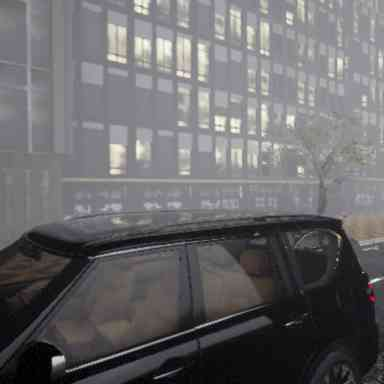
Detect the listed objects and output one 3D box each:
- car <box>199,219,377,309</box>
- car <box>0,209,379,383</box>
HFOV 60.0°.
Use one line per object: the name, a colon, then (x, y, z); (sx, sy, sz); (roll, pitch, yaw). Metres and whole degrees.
car: (2.540, 1.542, 8.386); (4.403, 1.369, 2.008); (0, 0, -36)
car: (-0.625, 1.222, 2.809); (5.566, 2.045, 2.150); (0, 0, -36)
